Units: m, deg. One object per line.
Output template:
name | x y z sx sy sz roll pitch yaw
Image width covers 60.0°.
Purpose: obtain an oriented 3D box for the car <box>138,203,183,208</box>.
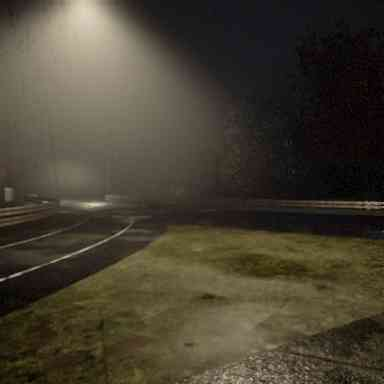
car | -3.163 1.250 31.837 5.357 1.411 2.033 0 0 44
